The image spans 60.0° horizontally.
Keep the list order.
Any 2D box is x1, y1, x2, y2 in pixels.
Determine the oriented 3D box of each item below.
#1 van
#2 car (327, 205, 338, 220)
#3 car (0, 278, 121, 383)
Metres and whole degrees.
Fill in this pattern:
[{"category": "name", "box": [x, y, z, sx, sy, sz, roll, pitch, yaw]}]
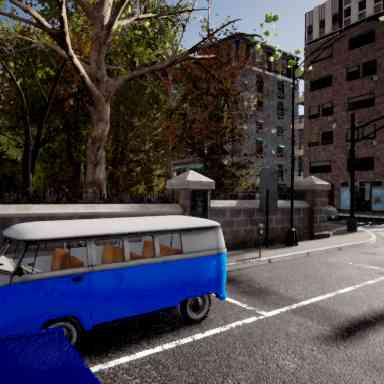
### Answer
[{"category": "van", "box": [-1.253, 1.342, 5.608, 3.998, 1.788, 1.690, 0, 1, -36]}, {"category": "car", "box": [9.204, 1.247, 26.551, 2.097, 1.767, 4.553, 1, 0, -35]}, {"category": "car", "box": [-2.732, 1.600, 1.413, 4.718, 1.301, 1.895, 0, 0, -35]}]
